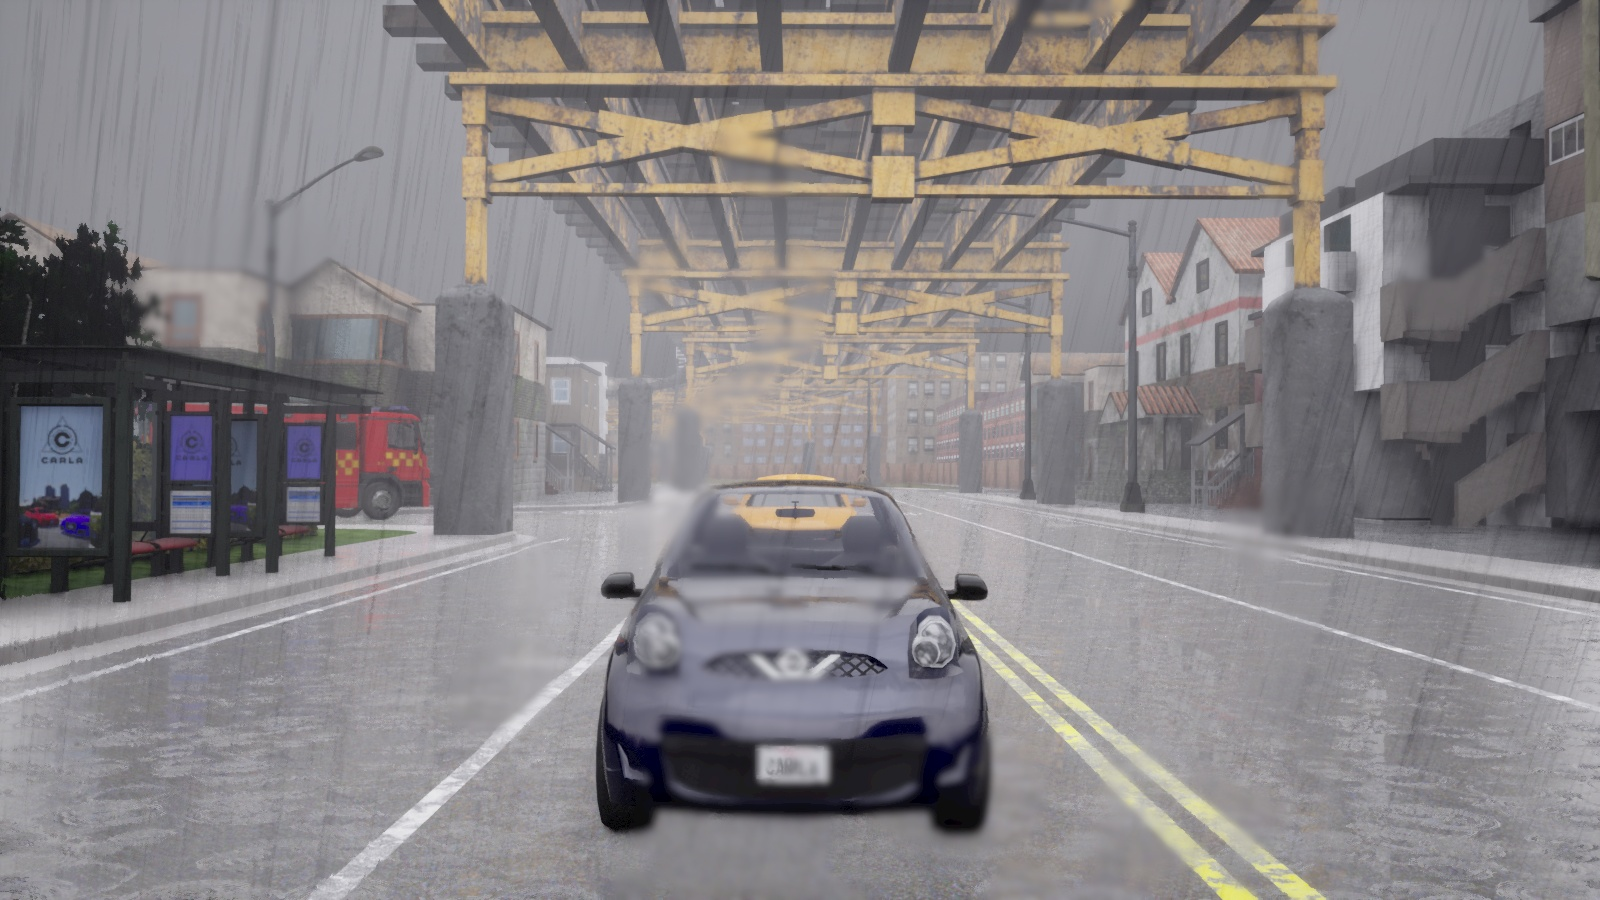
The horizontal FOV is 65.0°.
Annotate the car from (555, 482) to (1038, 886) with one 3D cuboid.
[{"bbox_3d":[-0.018,0.939,6.628,1.845,1.501,3.633,0,-1,0],"label":"car"}]

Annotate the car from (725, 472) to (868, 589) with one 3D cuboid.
[{"bbox_3d":[-0.052,1.114,19.166,1.882,1.535,5.008,0,-1,0],"label":"car"}]

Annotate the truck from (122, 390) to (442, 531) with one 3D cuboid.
[{"bbox_3d":[-15.436,0.349,38.015,8.468,3.827,2.891,1,-1,-44],"label":"truck"}]
